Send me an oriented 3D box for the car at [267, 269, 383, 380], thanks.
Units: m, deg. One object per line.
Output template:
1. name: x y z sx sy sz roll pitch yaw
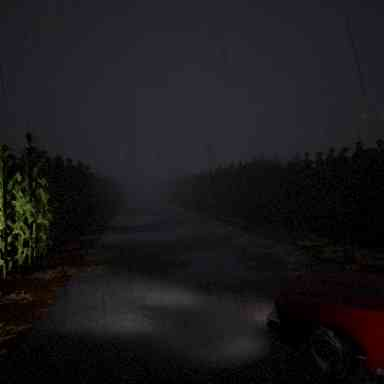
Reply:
1. car: 3.363 1.495 3.834 4.718 1.301 1.895 -1 1 31
